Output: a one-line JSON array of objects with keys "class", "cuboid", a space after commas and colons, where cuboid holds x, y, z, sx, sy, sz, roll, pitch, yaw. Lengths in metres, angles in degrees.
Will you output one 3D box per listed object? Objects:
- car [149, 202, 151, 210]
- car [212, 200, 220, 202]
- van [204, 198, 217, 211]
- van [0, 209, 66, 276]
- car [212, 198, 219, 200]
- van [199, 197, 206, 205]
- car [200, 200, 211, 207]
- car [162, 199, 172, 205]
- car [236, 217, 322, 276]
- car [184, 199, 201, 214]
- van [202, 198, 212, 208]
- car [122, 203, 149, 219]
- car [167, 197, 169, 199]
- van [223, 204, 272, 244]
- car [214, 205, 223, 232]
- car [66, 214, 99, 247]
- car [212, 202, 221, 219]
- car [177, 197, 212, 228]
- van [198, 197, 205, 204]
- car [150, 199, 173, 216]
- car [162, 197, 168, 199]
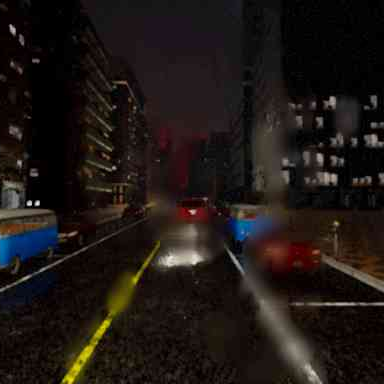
[{"class": "car", "cuboid": [-5.731, 2.015, 48.535, 1.752, 1.417, 4.829, 1, -1, 0]}, {"class": "car", "cuboid": [2.660, 1.963, 37.731, 1.802, 1.307, 4.206, 1, -1, 0]}, {"class": "van", "cuboid": [2.652, 1.833, 48.748, 1.690, 1.788, 3.998, 1, -1, 0]}, {"class": "van", "cuboid": [-5.650, 1.448, 10.406, 1.690, 1.788, 3.998, 1, -1, 0]}, {"class": "car", "cuboid": [2.659, 1.751, 43.241, 2.192, 1.841, 5.009, 1, -1, 0]}, {"class": "van", "cuboid": [2.614, 2.166, 81.794, 1.690, 1.788, 3.998, 1, -1, 0]}, {"class": "car", "cuboid": [2.629, 2.240, 65.268, 1.802, 1.307, 4.206, 1, -1, 0]}, {"class": "car", "cuboid": [-5.763, 2.314, 76.260, 1.887, 1.381, 4.507, 1, -1, 0]}, {"class": "car", "cuboid": [2.692, 1.689, 10.513, 1.802, 1.307, 4.206, 1, -1, 0]}, {"class": "car", "cuboid": [0.052, 1.775, 41.894, 2.097, 1.767, 4.553, 0, 0, 0]}, {"class": "van", "cuboid": [2.640, 1.944, 59.764, 1.690, 1.788, 3.998, 1, -1, 0]}, {"class": "car", "cuboid": [-5.681, 1.911, 32.590, 1.802, 1.307, 4.206, 1, -1, 0]}, {"class": "car", "cuboid": [-5.752, 2.029, 70.751, 2.192, 1.841, 5.009, 1, -1, 0]}, {"class": "van", "cuboid": [2.691, 1.504, 16.064, 1.690, 1.788, 3.998, 1, -1, 0]}, {"class": "car", "cuboid": [2.680, 1.764, 21.609, 1.887, 1.381, 4.507, 1, -1, 0]}, {"class": "car", "cuboid": [-5.661, 1.744, 15.951, 1.802, 1.307, 4.206, 1, -1, 0]}, {"class": "car", "cuboid": [2.666, 1.912, 32.703, 1.802, 1.307, 4.206, 1, -1, 0]}, {"class": "car", "cuboid": [0.072, 1.468, 24.279, 2.150, 2.045, 5.566, 0, 0, 0]}, {"class": "van", "cuboid": [2.601, 2.277, 92.810, 1.690, 1.788, 3.998, 1, -1, 0]}, {"class": "car", "cuboid": [-3.136, 1.878, 36.944, 1.837, 1.490, 4.892, 0, -1, 0]}, {"class": "car", "cuboid": [-5.743, 2.126, 59.558, 1.752, 1.417, 4.829, 1, -1, 0]}]
